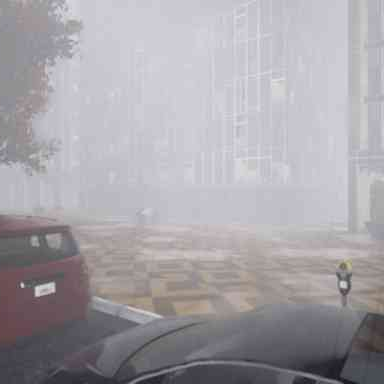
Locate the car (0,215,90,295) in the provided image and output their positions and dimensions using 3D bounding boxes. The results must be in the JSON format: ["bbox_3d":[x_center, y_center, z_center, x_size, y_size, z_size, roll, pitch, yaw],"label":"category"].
[{"bbox_3d":[-3.798,1.314,5.589,5.009,1.841,2.192,0,0,36],"label":"car"}]

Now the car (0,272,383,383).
[{"bbox_3d":[0.697,1.566,2.380,4.313,1.339,1.947,0,0,36],"label":"car"}]
